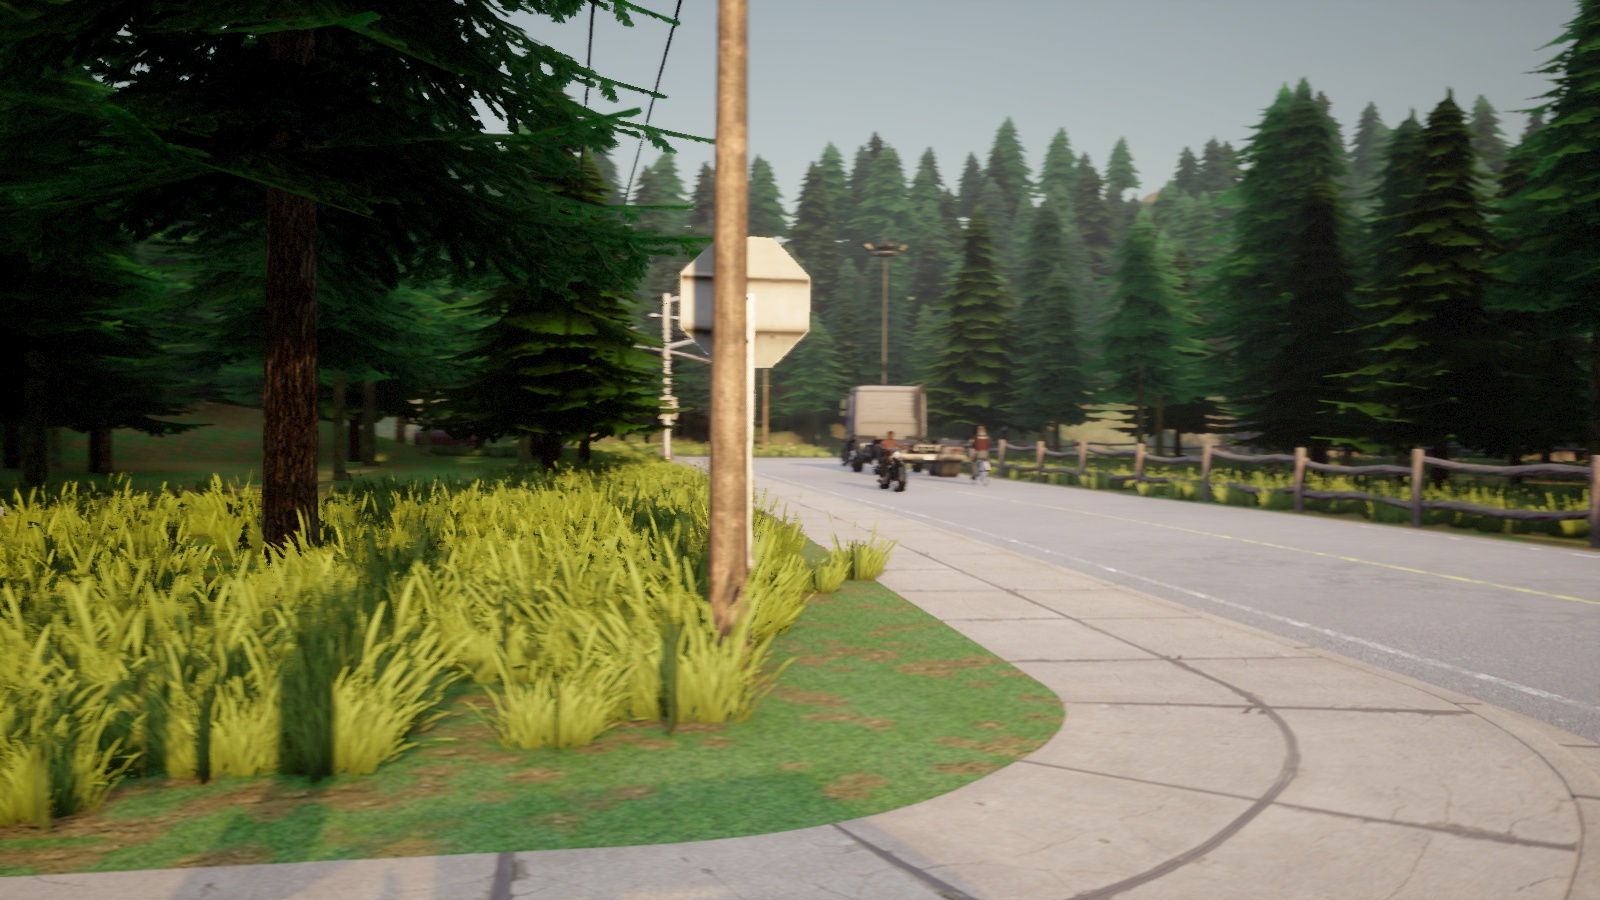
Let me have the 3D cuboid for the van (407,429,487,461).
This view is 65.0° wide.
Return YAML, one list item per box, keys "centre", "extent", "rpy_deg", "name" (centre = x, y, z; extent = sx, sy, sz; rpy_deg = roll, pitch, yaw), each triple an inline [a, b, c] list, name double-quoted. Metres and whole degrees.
- centre: [-22.072, -0.315, 78.527]
  extent: [4.442, 1.987, 1.775]
  rpy_deg: [0, 1, 12]
  name: "van"

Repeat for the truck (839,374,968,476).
- centre: [3.650, -0.906, 46.679]
  extent: [2.891, 3.462, 7.936]
  rpy_deg: [-1, 1, -9]
  name: "truck"

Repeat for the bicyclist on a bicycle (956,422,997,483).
- centre: [5.214, 0.060, 37.218]
  extent: [0.659, 1.776, 1.843]
  rpy_deg: [-1, 1, -9]
  name: "bicyclist on a bicycle"

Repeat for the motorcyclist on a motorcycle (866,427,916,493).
- centre: [2.370, 0.233, 32.961]
  extent: [0.766, 1.649, 2.350]
  rpy_deg: [-1, 1, -9]
  name: "motorcyclist on a motorcycle"
